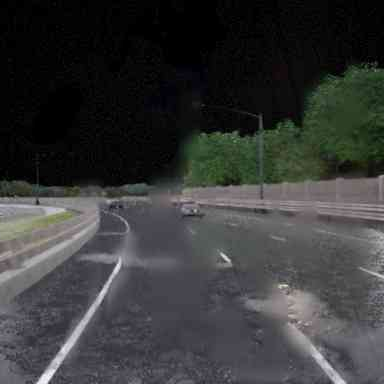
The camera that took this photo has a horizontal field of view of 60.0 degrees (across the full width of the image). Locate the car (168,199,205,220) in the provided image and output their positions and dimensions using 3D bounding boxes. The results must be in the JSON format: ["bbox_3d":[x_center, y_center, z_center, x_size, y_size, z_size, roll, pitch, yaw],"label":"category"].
[{"bbox_3d":[-0.449,1.580,28.827,2.033,1.411,5.357,-1,0,-17],"label":"car"}]

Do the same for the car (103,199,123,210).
[{"bbox_3d":[-10.944,1.678,45.860,1.837,1.490,4.892,0,0,-26],"label":"car"}]
